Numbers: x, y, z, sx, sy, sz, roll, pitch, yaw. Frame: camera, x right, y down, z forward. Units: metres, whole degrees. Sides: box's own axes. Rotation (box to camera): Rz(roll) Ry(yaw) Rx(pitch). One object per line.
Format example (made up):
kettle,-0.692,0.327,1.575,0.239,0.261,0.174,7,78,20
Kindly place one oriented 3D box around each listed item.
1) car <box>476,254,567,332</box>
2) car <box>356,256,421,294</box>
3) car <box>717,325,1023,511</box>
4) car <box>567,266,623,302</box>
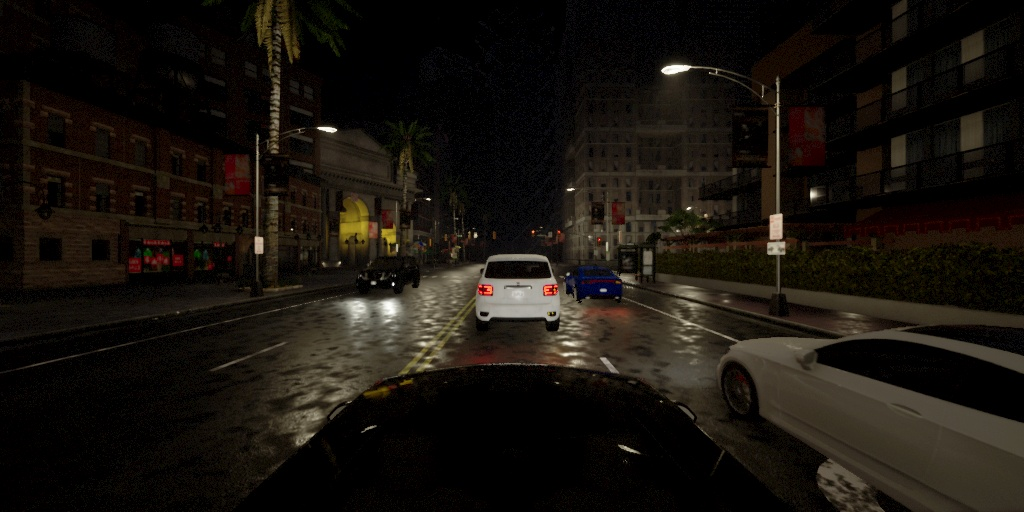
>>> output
car,0.157,0.972,11.063,2.150,2.045,5.566,0,0,0
car,-6.887,0.993,20.644,2.150,2.045,5.566,0,0,0
car,3.649,1.276,2.818,1.812,1.442,4.674,0,0,0
car,3.691,1.227,16.904,1.882,1.535,5.008,0,0,0
